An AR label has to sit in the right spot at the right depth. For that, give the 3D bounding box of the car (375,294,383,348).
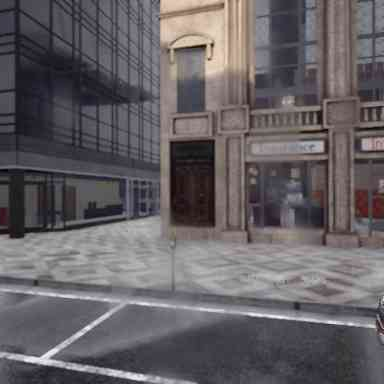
[{"bbox_3d":[4.502,1.456,3.927,4.097,1.590,1.967,0,0,16],"label":"car"}]
